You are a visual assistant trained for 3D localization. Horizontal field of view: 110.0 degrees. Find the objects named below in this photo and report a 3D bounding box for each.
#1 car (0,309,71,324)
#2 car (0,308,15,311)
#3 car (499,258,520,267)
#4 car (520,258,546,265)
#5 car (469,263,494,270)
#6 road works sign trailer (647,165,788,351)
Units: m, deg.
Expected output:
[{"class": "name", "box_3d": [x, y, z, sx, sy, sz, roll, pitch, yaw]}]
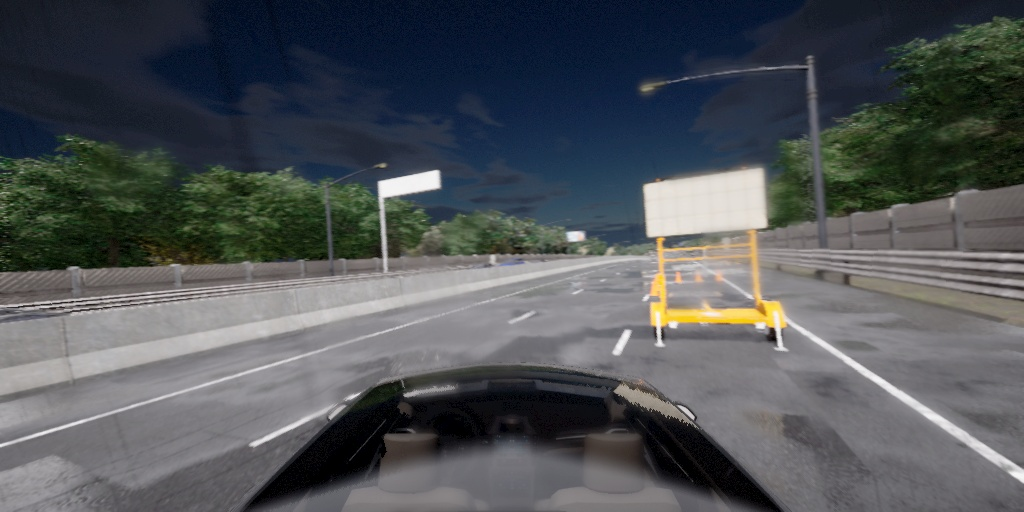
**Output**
[{"class": "car", "box_3d": [-14.027, 2.318, 9.914, 1.994, 1.385, 4.181, -4, 0, 24]}, {"class": "car", "box_3d": [-17.336, 2.494, 11.084, 1.837, 1.490, 4.892, -4, 0, 24]}, {"class": "car", "box_3d": [0.072, 1.336, 49.574, 2.150, 2.045, 5.566, -4, 0, 25]}, {"class": "car", "box_3d": [3.313, 1.242, 48.261, 2.097, 1.767, 4.553, -4, -1, 25]}, {"class": "car", "box_3d": [-4.148, 1.744, 48.726, 2.097, 1.767, 4.553, -4, -1, 25]}, {"class": "road works sign trailer", "box_3d": [4.452, -0.080, 8.068, 2.380, 3.560, 2.880, 0, 0, 24]}]
